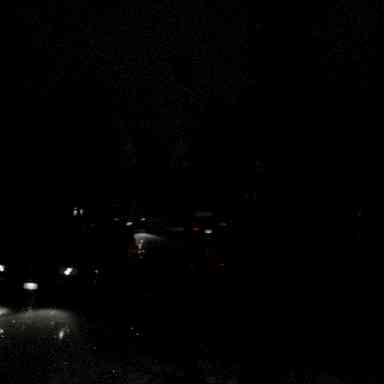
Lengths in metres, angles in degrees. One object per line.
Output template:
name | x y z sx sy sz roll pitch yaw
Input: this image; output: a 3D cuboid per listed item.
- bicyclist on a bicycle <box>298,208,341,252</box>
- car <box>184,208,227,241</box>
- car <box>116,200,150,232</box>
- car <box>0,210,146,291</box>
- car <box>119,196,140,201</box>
bicyclist on a bicycle | 4.783 1.427 12.441 1.656 1.620 0.582 2 0 0
car | 0.592 1.515 16.604 1.812 1.442 4.674 2 0 -3
car | -3.415 1.428 19.132 1.994 1.385 4.181 2 0 -6
car | -2.940 1.442 9.112 2.033 1.411 5.357 2 0 4
car | -5.419 1.333 29.356 2.033 1.411 5.357 2 0 -16
